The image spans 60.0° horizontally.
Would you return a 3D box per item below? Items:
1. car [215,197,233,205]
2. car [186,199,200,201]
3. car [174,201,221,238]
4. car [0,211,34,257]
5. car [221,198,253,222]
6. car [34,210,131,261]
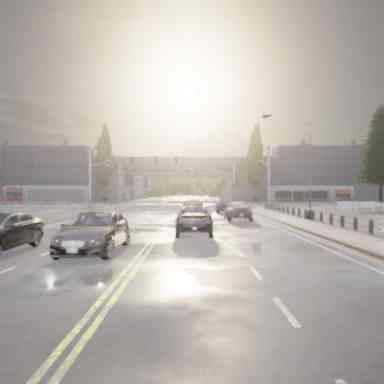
[{"bbox_3d":[3.565,1.269,34.914,2.097,1.767,4.553,0,0,1],"label":"car"},{"bbox_3d":[0.071,1.404,30.963,1.882,1.535,5.008,0,0,0],"label":"car"},{"bbox_3d":[0.103,1.448,17.481,2.128,1.511,4.902,0,0,0],"label":"car"},{"bbox_3d":[-7.083,1.463,11.988,2.128,1.511,4.902,0,0,0],"label":"car"},{"bbox_3d":[3.537,1.464,25.780,1.812,1.442,4.674,0,0,0],"label":"car"},{"bbox_3d":[-3.525,1.464,12.274,2.128,1.511,4.902,0,0,0],"label":"car"}]
